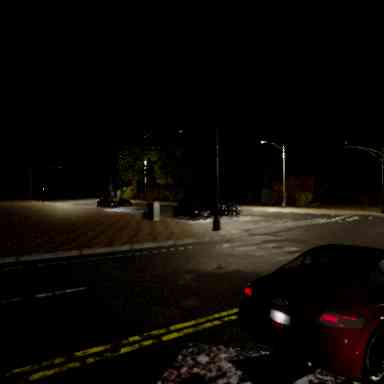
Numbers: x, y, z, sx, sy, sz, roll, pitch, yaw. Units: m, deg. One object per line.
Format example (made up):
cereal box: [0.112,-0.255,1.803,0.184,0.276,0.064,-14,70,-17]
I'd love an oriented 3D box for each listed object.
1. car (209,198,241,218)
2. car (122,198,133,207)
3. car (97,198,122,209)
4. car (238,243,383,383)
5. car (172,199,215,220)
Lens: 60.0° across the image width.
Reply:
car: [2.530,1.384,31.369,2.097,1.767,4.553,-1,1,-33]
car: [-11.096,1.600,52.433,2.033,1.411,5.357,-1,1,-33]
car: [-12.461,1.594,48.538,2.128,1.511,4.902,-1,1,-33]
car: [2.752,1.560,5.403,4.181,1.385,1.994,0,0,-35]
car: [-0.126,1.609,29.497,1.812,1.442,4.674,-1,1,-33]
